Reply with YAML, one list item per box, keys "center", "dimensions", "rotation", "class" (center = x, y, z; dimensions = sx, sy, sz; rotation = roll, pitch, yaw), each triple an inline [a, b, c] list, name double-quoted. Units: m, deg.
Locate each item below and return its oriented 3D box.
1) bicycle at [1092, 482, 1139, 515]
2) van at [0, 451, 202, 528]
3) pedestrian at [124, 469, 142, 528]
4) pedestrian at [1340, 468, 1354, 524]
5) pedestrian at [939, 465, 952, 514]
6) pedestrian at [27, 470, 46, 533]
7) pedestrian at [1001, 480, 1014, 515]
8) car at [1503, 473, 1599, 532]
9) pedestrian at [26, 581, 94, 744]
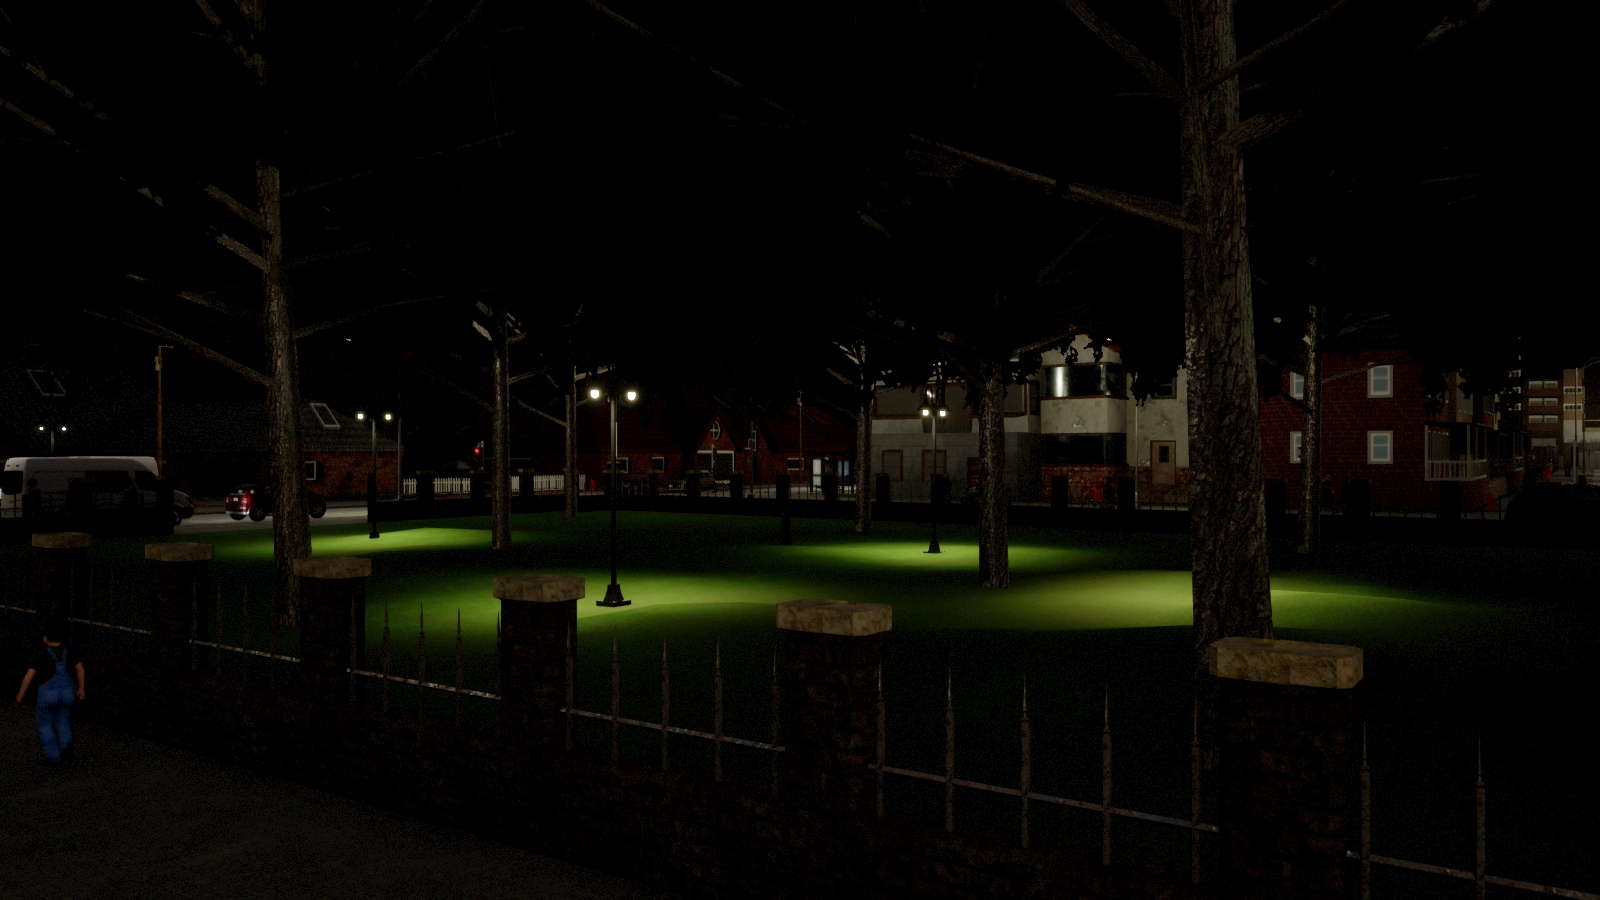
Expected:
- center: [12.660, 1.940, 45.893]
  dimensions: [1.835, 1.271, 0.329]
  rotation: [0, 0, 35]
  class: "bicycle"
- center: [-24.847, 1.314, 40.778]
  dimensions: [1.988, 2.561, 5.915]
  rotation: [0, 0, 36]
  class: "van"
- center: [-21.264, 1.525, 36.402]
  dimensions: [0.375, 1.860, 0.375]
  rotation: [0, 0, 36]
  class: "pedestrian"
- center: [18.373, 1.525, 38.352]
  dimensions: [0.375, 1.860, 0.375]
  rotation: [0, 0, 18]
  class: "pedestrian"
- center: [5.630, 1.524, 44.269]
  dimensions: [0.375, 1.860, 0.375]
  rotation: [0, 0, 35]
  class: "pedestrian"
- center: [-22.884, 1.525, 34.246]
  dimensions: [0.375, 1.860, 0.375]
  rotation: [0, 0, 38]
  class: "pedestrian"
- center: [7.889, 1.804, 43.531]
  dimensions: [0.375, 1.300, 0.375]
  rotation: [0, 0, 32]
  class: "pedestrian"
- center: [25.469, 1.686, 36.933]
  dimensions: [4.553, 1.767, 2.097]
  rotation: [0, 0, 35]
  class: "car"
- center: [-6.342, 1.805, 9.794]
  dimensions: [0.375, 1.300, 0.375]
  rotation: [0, 0, 35]
  class: "pedestrian"
